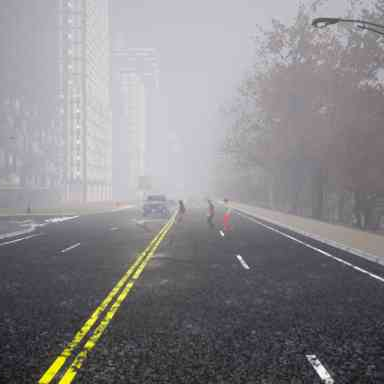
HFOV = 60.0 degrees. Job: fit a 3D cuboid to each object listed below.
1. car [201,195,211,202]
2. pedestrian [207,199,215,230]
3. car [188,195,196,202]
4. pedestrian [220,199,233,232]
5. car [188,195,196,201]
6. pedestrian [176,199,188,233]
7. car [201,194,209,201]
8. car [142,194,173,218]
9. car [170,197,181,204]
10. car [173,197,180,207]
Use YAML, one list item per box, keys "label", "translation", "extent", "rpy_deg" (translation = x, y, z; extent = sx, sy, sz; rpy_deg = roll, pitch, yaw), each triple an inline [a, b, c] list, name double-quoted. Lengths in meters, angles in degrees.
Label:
- label: "car"
  translation: [3.257, 1.503, 74.903]
  extent: [1.837, 1.490, 4.892]
  rpy_deg: [0, 0, 0]
- label: "pedestrian"
  translation: [1.101, 1.292, 19.410]
  extent: [0.375, 1.860, 0.375]
  rpy_deg: [0, 0, 0]
- label: "car"
  translation: [0.009, 1.543, 74.904]
  extent: [2.033, 1.411, 5.357]
  rpy_deg: [0, 0, 0]
- label: "pedestrian"
  translation: [1.951, 1.292, 18.810]
  extent: [0.375, 1.860, 0.375]
  rpy_deg: [0, 0, 0]
- label: "car"
  translation: [0.010, 1.420, 85.298]
  extent: [1.812, 1.442, 4.674]
  rpy_deg: [0, 0, 0]
- label: "pedestrian"
  translation: [-0.535, 1.292, 18.212]
  extent: [0.375, 1.860, 0.375]
  rpy_deg: [0, 0, 0]
- label: "car"
  translation: [3.260, 1.373, 85.297]
  extent: [1.882, 1.535, 5.008]
  rpy_deg: [0, 0, 0]
- label: "car"
  translation: [-3.354, 1.254, 31.719]
  extent: [2.150, 2.045, 5.566]
  rpy_deg: [0, 0, 0]
- label: "car"
  translation: [-3.258, 1.609, 67.017]
  extent: [1.895, 1.301, 4.718]
  rpy_deg: [0, 0, 0]
- label: "car"
  translation: [-3.339, 1.568, 51.365]
  extent: [1.994, 1.385, 4.181]
  rpy_deg: [0, 0, 0]
